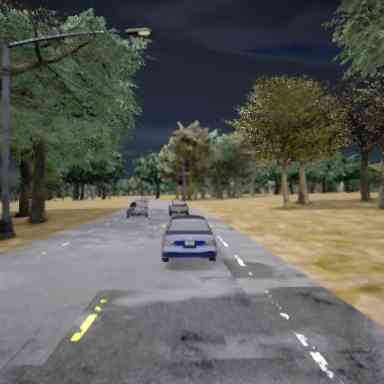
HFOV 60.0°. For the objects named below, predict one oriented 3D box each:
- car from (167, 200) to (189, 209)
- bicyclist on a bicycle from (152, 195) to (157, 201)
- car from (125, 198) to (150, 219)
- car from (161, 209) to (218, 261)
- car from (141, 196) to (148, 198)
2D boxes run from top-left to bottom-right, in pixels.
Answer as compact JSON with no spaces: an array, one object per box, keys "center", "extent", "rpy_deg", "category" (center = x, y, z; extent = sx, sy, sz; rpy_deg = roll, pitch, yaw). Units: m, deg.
[{"center":[-1.358,1.565,32.615],"extent":[2.128,1.511,4.902],"rpy_deg":[0,0,-5],"category":"car"},{"center":[-10.054,1.709,92.381],"extent":[0.582,1.620,1.656],"rpy_deg":[0,-1,-13],"category":"bicyclist on a bicycle"},{"center":[-4.870,1.572,30.228],"extent":[1.837,1.490,4.892],"rpy_deg":[0,0,-5],"category":"car"},{"center":[-0.153,1.578,12.387],"extent":[2.033,1.411,5.357],"rpy_deg":[0,0,-2],"category":"car"},{"center":[-10.014,1.651,70.568],"extent":[1.837,1.490,4.892],"rpy_deg":[0,0,-10],"category":"car"}]
